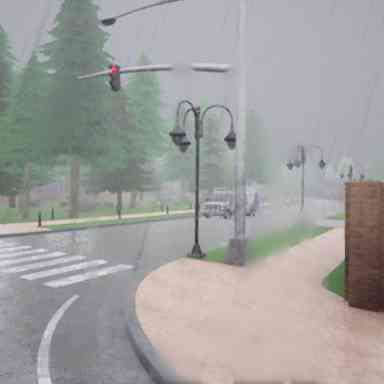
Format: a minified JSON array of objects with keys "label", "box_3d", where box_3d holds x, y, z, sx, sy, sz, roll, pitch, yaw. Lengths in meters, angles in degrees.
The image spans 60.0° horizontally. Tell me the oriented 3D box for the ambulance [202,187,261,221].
[{"label":"ambulance","box_3d":[3.223,0.845,26.416,2.351,2.431,6.366,1,1,34]}]
